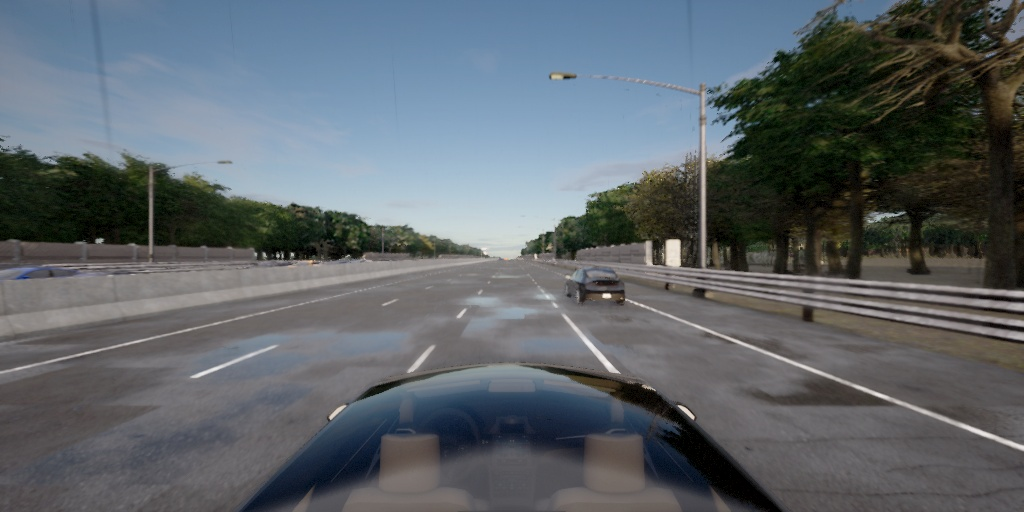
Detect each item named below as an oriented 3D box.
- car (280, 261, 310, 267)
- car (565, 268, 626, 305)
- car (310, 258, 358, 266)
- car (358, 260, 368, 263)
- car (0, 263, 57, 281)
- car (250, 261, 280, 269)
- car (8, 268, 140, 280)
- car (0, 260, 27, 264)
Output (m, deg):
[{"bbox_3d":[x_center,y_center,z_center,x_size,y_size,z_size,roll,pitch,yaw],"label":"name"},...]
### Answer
[{"bbox_3d":[-21.027,1.233,36.809,1.882,1.535,5.008,0,0,1],"label":"car"},{"bbox_3d":[3.555,1.263,15.922,1.837,1.490,4.892,0,0,0],"label":"car"},{"bbox_3d":[-17.542,1.260,35.689,1.837,1.490,4.892,0,0,0],"label":"car"},{"bbox_3d":[-21.010,1.292,49.112,1.812,1.442,4.674,0,0,1],"label":"car"},{"bbox_3d":[-21.083,1.230,15.559,1.882,1.535,5.008,0,0,0],"label":"car"},{"bbox_3d":[-24.531,1.247,36.675,2.128,1.511,4.902,0,0,1],"label":"car"},{"bbox_3d":[-17.584,1.316,15.383,1.994,1.385,4.181,0,0,0],"label":"car"},{"bbox_3d":[-24.576,1.105,16.719,2.097,1.767,4.553,0,0,0],"label":"car"}]
